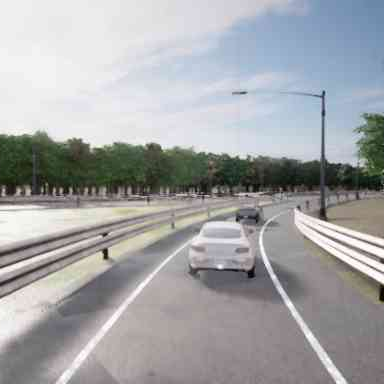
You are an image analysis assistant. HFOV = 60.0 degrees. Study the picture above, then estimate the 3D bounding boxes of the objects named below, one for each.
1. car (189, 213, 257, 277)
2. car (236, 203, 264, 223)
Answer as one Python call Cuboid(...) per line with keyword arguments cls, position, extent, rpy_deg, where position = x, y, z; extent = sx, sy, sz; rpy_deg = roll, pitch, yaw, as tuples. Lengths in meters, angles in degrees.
Cuboid(cls="car", position=(1.005, 1.632, 10.642), extent=(1.812, 1.442, 4.674), rpy_deg=(0, 0, 7))
Cuboid(cls="car", position=(4.891, 1.682, 27.817), extent=(2.128, 1.511, 4.902), rpy_deg=(0, 0, 18))
